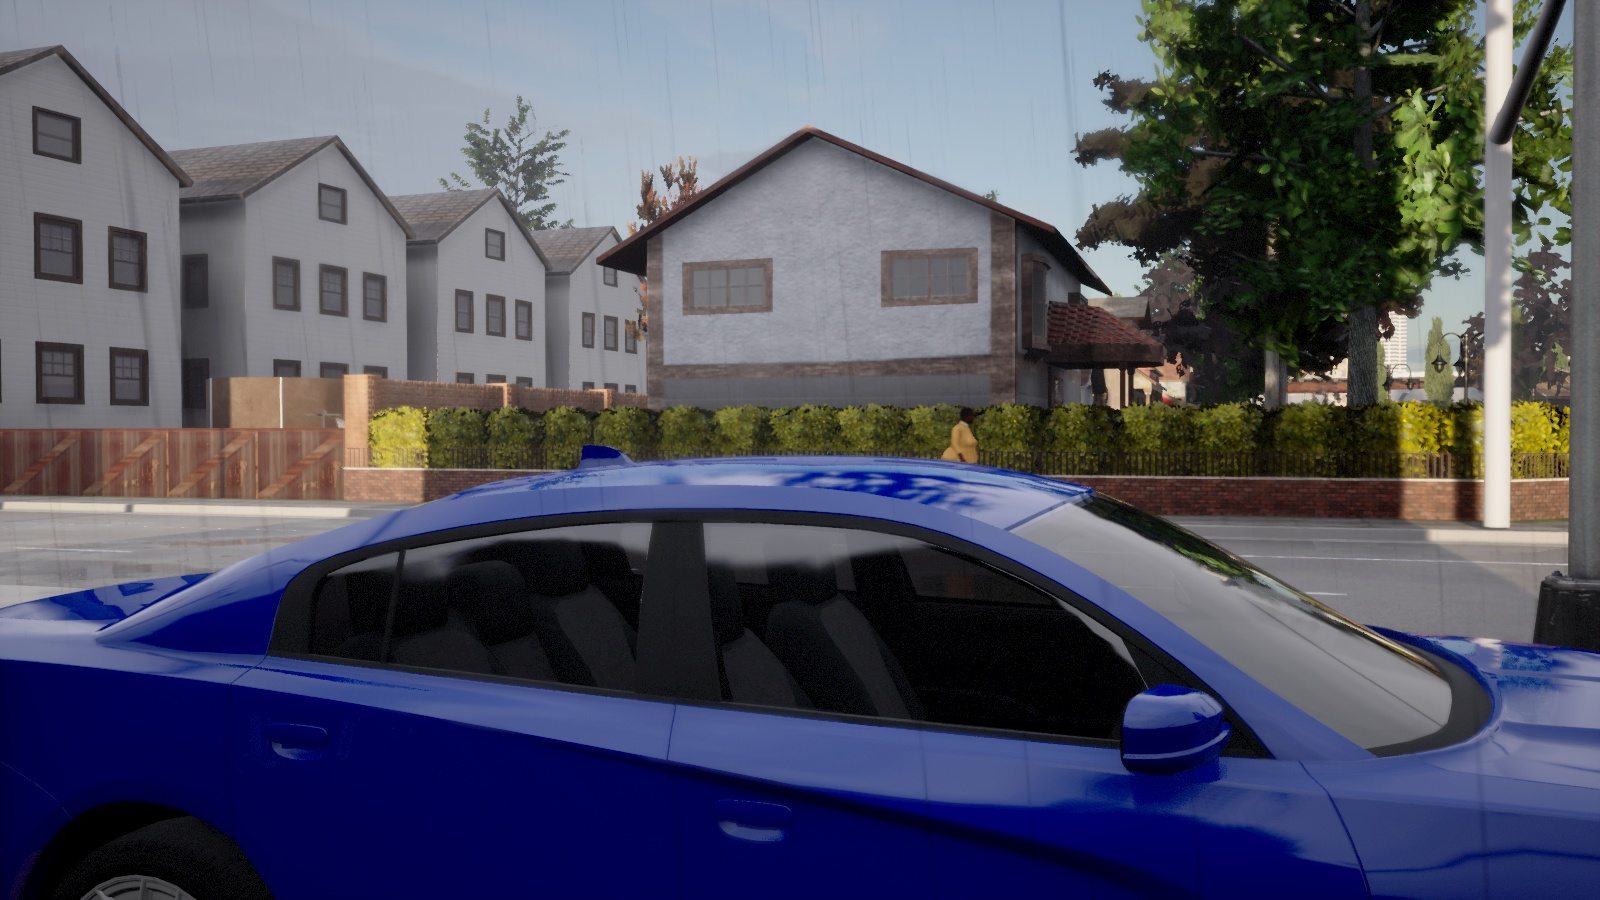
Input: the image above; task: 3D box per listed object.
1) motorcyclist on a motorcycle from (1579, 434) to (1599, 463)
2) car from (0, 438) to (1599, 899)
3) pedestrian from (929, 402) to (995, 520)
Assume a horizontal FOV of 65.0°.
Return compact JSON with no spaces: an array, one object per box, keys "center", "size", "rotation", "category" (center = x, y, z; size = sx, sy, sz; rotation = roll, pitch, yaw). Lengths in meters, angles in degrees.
[{"center":[41.703,-0.099,65.973],"size":[0.797,1.523,2.044],"rotation":[1,1,18],"category":"motorcyclist on a motorcycle"},{"center":[0.253,0.755,3.108],"size":[5.008,1.535,1.882],"rotation":[1,1,19],"category":"car"},{"center":[2.644,0.164,20.434],"size":[0.900,1.855,0.874],"rotation":[1,1,18],"category":"pedestrian"}]
